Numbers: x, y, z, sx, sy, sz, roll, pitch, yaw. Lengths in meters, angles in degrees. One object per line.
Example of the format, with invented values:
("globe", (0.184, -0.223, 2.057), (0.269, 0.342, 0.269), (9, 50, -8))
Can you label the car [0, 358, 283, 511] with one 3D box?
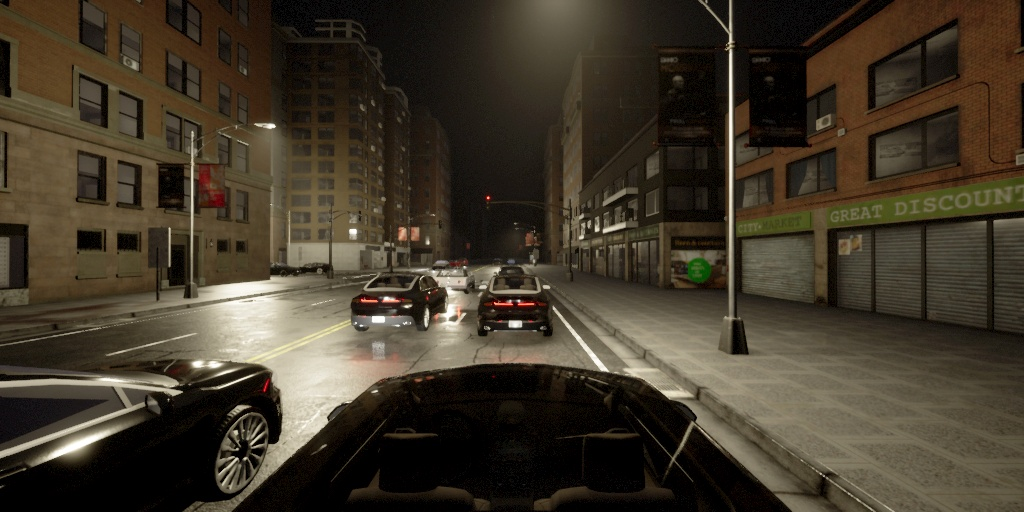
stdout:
("car", (-3.153, 1.242, 1.538), (2.128, 1.511, 4.902), (0, 0, 0))

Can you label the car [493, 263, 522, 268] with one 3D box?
("car", (-0.036, 1.278, 19.592), (1.812, 1.442, 4.674), (0, 0, 0))

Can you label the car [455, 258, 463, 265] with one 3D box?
("car", (-9.950, 1.377, 60.496), (1.895, 1.301, 4.718), (0, 0, 0))

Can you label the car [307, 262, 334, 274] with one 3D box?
("car", (-22.229, 1.347, 40.000), (4.313, 1.339, 1.948), (0, 0, 0))

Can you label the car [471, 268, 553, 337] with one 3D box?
("car", (0.081, 1.256, 10.335), (1.837, 1.490, 4.892), (0, 0, 0))

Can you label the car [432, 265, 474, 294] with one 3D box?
("car", (-3.190, 1.354, 20.238), (1.895, 1.301, 4.718), (0, 0, 0))

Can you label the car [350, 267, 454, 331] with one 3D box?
("car", (-3.170, 1.256, 10.926), (1.837, 1.490, 4.892), (0, 0, 0))

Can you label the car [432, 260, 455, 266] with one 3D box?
("car", (-9.951, 1.316, 50.897), (2.033, 1.411, 5.357), (0, 0, 0))

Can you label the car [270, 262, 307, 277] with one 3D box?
("car", (-22.611, 1.316, 34.519), (4.181, 1.385, 1.994), (0, 0, 0))
